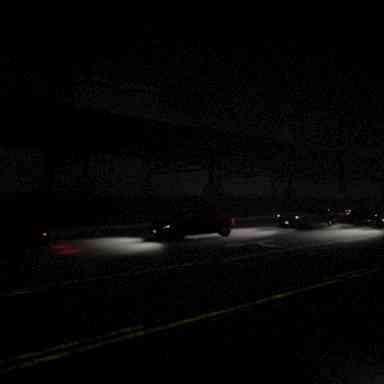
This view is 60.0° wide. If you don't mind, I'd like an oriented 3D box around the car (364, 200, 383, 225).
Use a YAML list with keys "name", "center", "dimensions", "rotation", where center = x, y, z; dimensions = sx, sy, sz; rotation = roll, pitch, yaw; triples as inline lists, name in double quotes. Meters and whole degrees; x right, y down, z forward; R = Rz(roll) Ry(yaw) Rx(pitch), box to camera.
- name: "car"
  center: [14.179, 1.520, 22.565]
  dimensions: [4.902, 1.511, 2.128]
  rotation: [0, 0, -35]

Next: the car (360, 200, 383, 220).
- name: "car"
  center: [16.900, 1.469, 28.855]
  dimensions: [4.902, 1.511, 2.128]
  rotation: [0, 0, -35]

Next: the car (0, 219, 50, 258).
- name: "car"
  center: [-7.794, 1.569, 11.332]
  dimensions: [5.357, 1.411, 2.033]
  rotation: [0, 0, -35]

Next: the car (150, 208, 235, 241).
- name: "car"
  center: [0.144, 1.572, 16.960]
  dimensions: [4.674, 1.442, 1.812]
  rotation: [0, 0, -36]

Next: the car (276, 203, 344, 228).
- name: "car"
  center: [7.831, 1.635, 22.376]
  dimensions: [4.718, 1.301, 1.895]
  rotation: [0, 0, -35]

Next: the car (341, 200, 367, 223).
- name: "car"
  center: [12.171, 1.415, 25.433]
  dimensions: [4.553, 1.767, 2.097]
  rotation: [0, 0, -35]
